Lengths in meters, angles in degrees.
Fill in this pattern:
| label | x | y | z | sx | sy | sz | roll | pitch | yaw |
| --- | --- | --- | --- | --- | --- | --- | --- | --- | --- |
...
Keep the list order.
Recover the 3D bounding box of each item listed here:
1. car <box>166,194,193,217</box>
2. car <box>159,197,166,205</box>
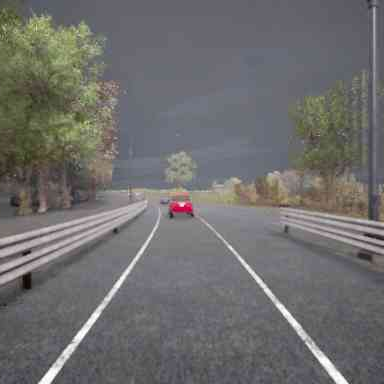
| label | x | y | z | sx | sy | sz | roll | pitch | yaw |
| --- | --- | --- | --- | --- | --- | --- | --- | --- | --- |
| car | -1.122 | 1.243 | 31.604 | 2.150 | 2.045 | 5.566 | 0 | 0 | -5 |
| car | -4.922 | 1.577 | 61.063 | 1.994 | 1.385 | 4.181 | 0 | 0 | -10 |
